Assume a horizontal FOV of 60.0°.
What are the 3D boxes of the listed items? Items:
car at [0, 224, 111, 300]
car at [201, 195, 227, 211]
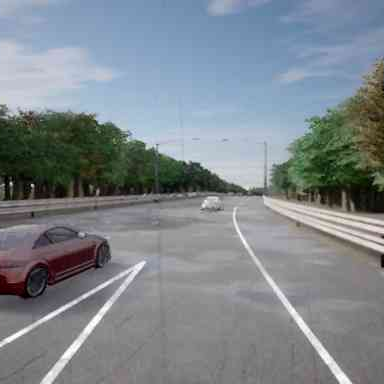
[{"bbox_3d":[-3.755,1.495,8.396,1.994,1.385,4.181,0,0,13],"label":"car"},{"bbox_3d":[2.255,1.247,35.457,1.812,1.442,4.674,0,0,12],"label":"car"}]
